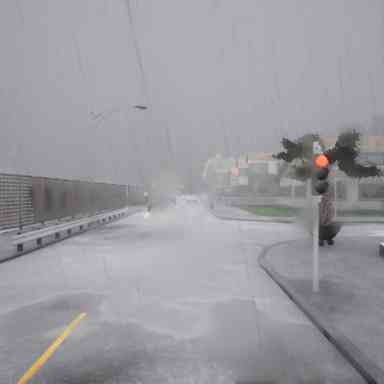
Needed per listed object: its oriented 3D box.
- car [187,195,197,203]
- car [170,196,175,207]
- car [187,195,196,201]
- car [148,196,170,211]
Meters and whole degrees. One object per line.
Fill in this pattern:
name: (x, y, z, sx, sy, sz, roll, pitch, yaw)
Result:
car: (-0.030, 1.519, 68.159, 1.812, 1.442, 4.674, 0, 0, 0)
car: (-4.109, 1.559, 50.047, 1.994, 1.385, 4.181, 0, 0, 0)
car: (-0.035, 1.425, 78.163, 1.994, 1.385, 4.181, 0, 0, 0)
car: (-4.109, 1.474, 40.042, 1.882, 1.535, 5.008, 0, 0, 0)
